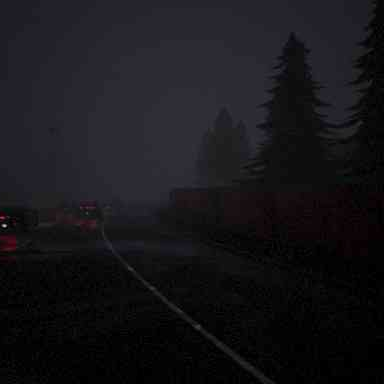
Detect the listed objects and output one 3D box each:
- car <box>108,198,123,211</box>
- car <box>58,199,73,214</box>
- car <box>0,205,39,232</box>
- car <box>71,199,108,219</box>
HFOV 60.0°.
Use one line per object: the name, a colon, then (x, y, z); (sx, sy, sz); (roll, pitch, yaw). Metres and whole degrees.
car: (-10.070, 1.528, 42.084); (1.882, 1.535, 5.008); (0, 0, -1)
car: (-13.349, 1.549, 37.011); (2.128, 1.511, 4.902); (0, 0, -4)
car: (-10.604, 1.547, 20.118); (1.837, 1.490, 4.892); (0, 0, -15)
car: (-9.026, 1.534, 29.818); (2.128, 1.511, 4.902); (0, 0, -10)
